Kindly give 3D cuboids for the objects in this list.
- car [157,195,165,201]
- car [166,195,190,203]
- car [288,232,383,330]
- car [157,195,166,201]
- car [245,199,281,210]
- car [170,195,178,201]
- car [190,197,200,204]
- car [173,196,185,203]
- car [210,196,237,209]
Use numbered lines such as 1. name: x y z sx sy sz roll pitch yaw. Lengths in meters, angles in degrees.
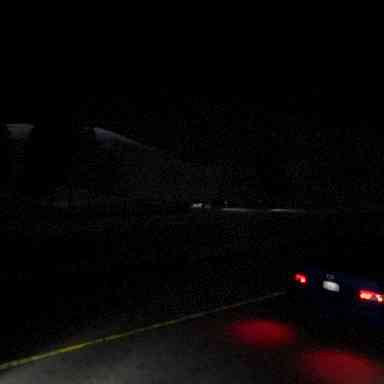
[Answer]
1. car: -8.430 1.521 91.069 2.128 1.511 4.902 0 0 -3
2. car: -2.670 1.554 61.618 2.128 1.511 4.902 0 0 -20
3. car: 4.273 1.561 6.785 5.357 1.411 2.033 0 0 -35
4. car: -6.870 1.624 75.934 1.994 1.385 4.181 0 0 -14
5. car: 9.648 1.615 45.592 2.033 1.411 5.357 0 0 -33
6. car: -4.896 1.579 89.692 2.033 1.411 5.357 0 0 -3
7. car: 0.097 1.634 64.165 1.994 1.385 4.181 0 0 -20
8. car: -3.047 1.600 74.777 1.812 1.442 4.674 0 0 -14
9. car: 4.431 1.408 46.879 2.097 1.767 4.553 0 0 -27
